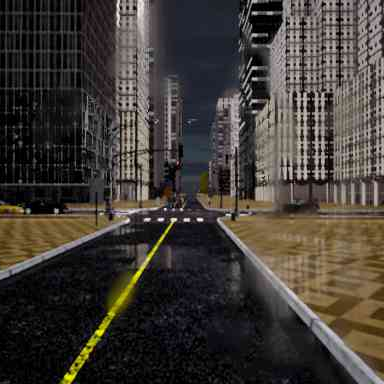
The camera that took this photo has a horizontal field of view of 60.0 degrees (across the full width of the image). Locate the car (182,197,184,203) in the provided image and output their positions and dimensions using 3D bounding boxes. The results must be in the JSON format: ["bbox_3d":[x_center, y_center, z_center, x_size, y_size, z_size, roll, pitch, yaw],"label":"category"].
[{"bbox_3d":[-3.020,1.779,65.257,2.033,1.411,5.357,0,0,1],"label":"car"}]

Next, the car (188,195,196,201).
[{"bbox_3d":[0.030,1.683,93.482,2.128,1.511,4.902,0,0,0],"label":"car"}]

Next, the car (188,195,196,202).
[{"bbox_3d":[0.027,1.823,83.061,2.033,1.411,5.357,0,0,0],"label":"car"}]

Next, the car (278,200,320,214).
[{"bbox_3d":[12.296,1.703,38.647,4.902,1.511,2.128,0,0,-3],"label":"car"}]

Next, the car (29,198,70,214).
[{"bbox_3d":[-15.410,1.552,34.996,4.892,1.490,1.837,0,0,-1],"label":"car"}]

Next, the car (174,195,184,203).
[{"bbox_3d":[-2.974,1.622,75.569,2.097,1.767,4.553,0,0,0],"label":"car"}]

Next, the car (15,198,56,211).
[{"bbox_3d":[-19.192,1.510,40.862,4.097,1.590,1.967,0,-1,-1],"label":"car"}]

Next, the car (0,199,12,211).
[{"bbox_3d":[-24.869,1.587,40.740,4.403,1.369,2.008,0,-1,-1],"label":"car"}]

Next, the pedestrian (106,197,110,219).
[{"bbox_3d":[-6.868,1.239,27.183,0.375,1.860,0.375,0,0,0],"label":"pedestrian"}]

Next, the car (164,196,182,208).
[{"bbox_3d":[-3.098,1.538,51.804,2.097,1.767,4.553,0,0,1],"label":"car"}]

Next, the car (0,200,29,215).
[{"bbox_3d":[-18.884,1.533,32.226,4.829,1.417,1.752,0,-1,-1],"label":"car"}]
